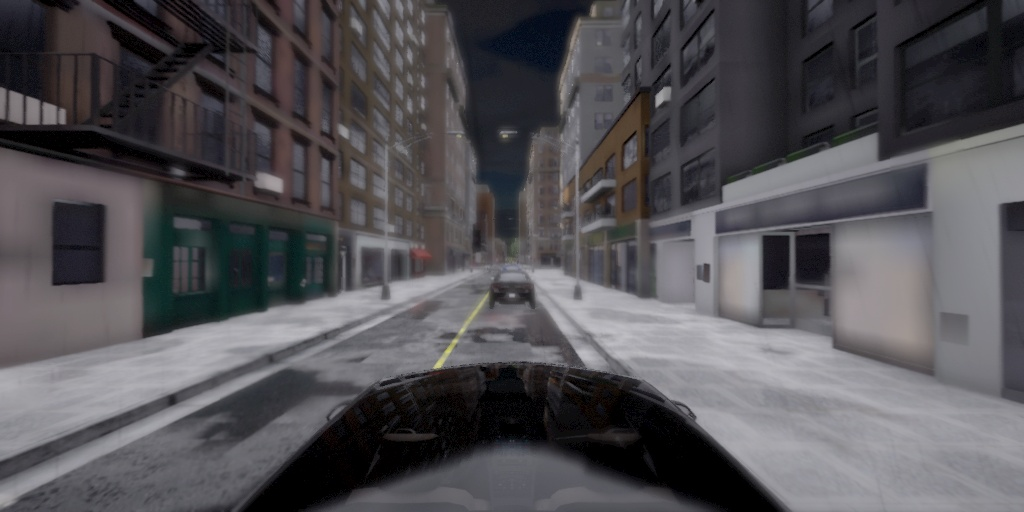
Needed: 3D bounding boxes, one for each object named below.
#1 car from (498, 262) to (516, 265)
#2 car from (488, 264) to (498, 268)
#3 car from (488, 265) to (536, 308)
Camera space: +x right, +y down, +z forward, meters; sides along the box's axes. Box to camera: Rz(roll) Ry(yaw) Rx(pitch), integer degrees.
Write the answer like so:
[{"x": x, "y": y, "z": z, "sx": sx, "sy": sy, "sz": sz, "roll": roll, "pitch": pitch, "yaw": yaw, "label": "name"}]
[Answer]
[{"x": 0.028, "y": 1.525, "z": 31.096, "sx": 1.882, "sy": 1.535, "sz": 5.008, "roll": 0, "pitch": 0, "yaw": 1, "label": "car"}, {"x": -2.771, "y": 1.950, "z": 57.663, "sx": 1.895, "sy": 1.301, "sz": 4.718, "roll": 0, "pitch": -1, "yaw": 0, "label": "car"}, {"x": 0.030, "y": 1.370, "z": 16.109, "sx": 1.882, "sy": 1.535, "sz": 5.008, "roll": 0, "pitch": 0, "yaw": 1, "label": "car"}]
